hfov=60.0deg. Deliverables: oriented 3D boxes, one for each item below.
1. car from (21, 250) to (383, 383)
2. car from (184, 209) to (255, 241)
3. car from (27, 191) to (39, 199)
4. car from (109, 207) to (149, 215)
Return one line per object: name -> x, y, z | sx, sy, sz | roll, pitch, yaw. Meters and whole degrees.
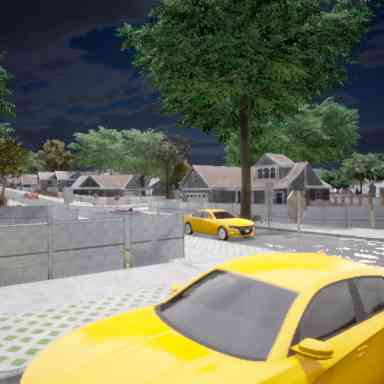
car -> 0.905, 1.479, 3.591 | 5.008, 1.535, 1.882 | 0, 0, -35
car -> 1.348, 1.725, 18.777 | 1.882, 1.535, 5.008 | 0, -1, -35
car -> -39.046, 0.715, 81.372 | 2.097, 1.767, 4.553 | 0, 2, -35
car -> -5.459, 1.950, 28.515 | 1.895, 1.301, 4.718 | 0, 0, -35
